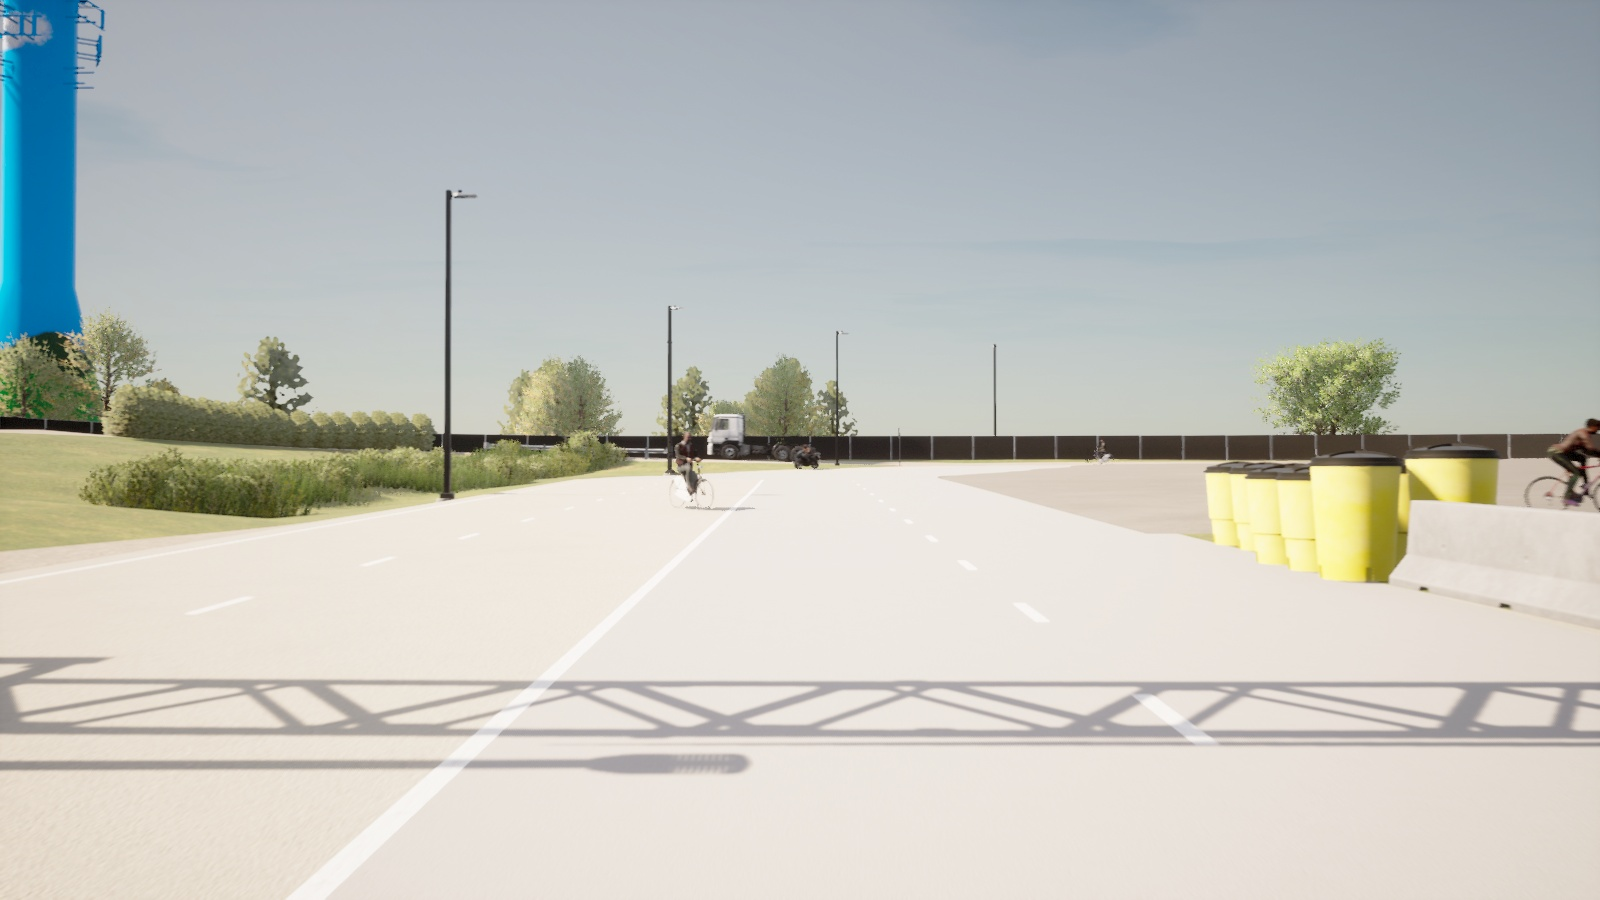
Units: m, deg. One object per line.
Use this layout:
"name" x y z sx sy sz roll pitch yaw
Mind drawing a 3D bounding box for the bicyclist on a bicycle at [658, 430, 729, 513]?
"bicyclist on a bicycle" -2.390 0.464 27.994 0.659 1.776 1.843 1 0 -37

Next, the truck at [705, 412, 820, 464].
"truck" -2.709 -0.879 91.441 7.936 3.462 2.891 2 -1 6

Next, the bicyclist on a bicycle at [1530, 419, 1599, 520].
"bicyclist on a bicycle" 12.842 0.322 20.387 1.656 1.620 0.582 0 -2 24

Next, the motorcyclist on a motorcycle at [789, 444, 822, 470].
"motorcyclist on a motorcycle" 0.333 0.425 75.122 0.797 1.523 2.044 1 1 45
